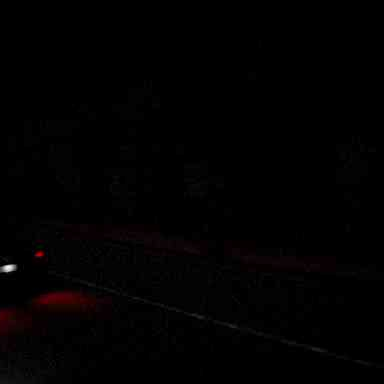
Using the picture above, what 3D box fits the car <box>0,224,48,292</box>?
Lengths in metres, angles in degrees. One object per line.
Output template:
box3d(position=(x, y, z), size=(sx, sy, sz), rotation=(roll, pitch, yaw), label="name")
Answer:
box3d(position=(-5.216, 1.398, 7.743), size=(4.181, 1.385, 1.994), rotation=(3, 1, 36), label="car")
